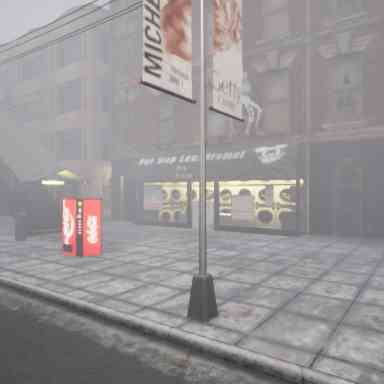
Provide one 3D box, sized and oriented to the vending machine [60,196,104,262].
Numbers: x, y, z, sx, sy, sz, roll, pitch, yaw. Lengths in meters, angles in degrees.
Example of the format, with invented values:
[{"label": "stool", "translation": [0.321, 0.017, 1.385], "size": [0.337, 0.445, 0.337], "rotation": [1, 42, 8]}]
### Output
[{"label": "vending machine", "translation": [-3.740, 1.195, 11.324], "size": [0.880, 2.100, 1.100], "rotation": [0, 0, 36]}]
